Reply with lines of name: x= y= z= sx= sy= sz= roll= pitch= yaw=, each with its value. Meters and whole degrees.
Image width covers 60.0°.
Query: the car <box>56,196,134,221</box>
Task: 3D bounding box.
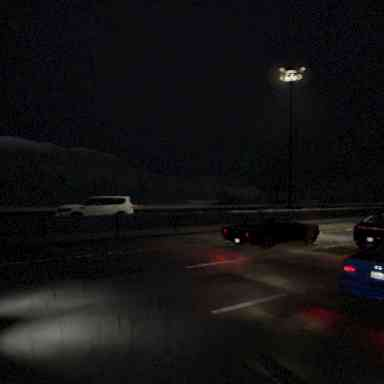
car: x=-7.035 y=1.304 z=24.646 sx=5.566 sy=2.045 sz=2.150 roll=1 pitch=-1 yaw=-35

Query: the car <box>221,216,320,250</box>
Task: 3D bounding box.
car: x=3.667 y=1.732 z=14.959 sx=4.718 sy=1.301 sz=1.895 roll=1 pitch=0 yaw=-35

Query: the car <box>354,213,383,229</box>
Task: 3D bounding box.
car: x=8.936 y=1.669 z=14.415 sx=4.902 sy=1.511 sz=2.128 roll=1 pitch=0 yaw=-35

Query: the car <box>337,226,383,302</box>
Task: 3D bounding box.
car: x=5.551 y=1.649 z=7.704 sx=5.357 sy=1.411 sz=2.033 roll=1 pitch=0 yaw=-35
